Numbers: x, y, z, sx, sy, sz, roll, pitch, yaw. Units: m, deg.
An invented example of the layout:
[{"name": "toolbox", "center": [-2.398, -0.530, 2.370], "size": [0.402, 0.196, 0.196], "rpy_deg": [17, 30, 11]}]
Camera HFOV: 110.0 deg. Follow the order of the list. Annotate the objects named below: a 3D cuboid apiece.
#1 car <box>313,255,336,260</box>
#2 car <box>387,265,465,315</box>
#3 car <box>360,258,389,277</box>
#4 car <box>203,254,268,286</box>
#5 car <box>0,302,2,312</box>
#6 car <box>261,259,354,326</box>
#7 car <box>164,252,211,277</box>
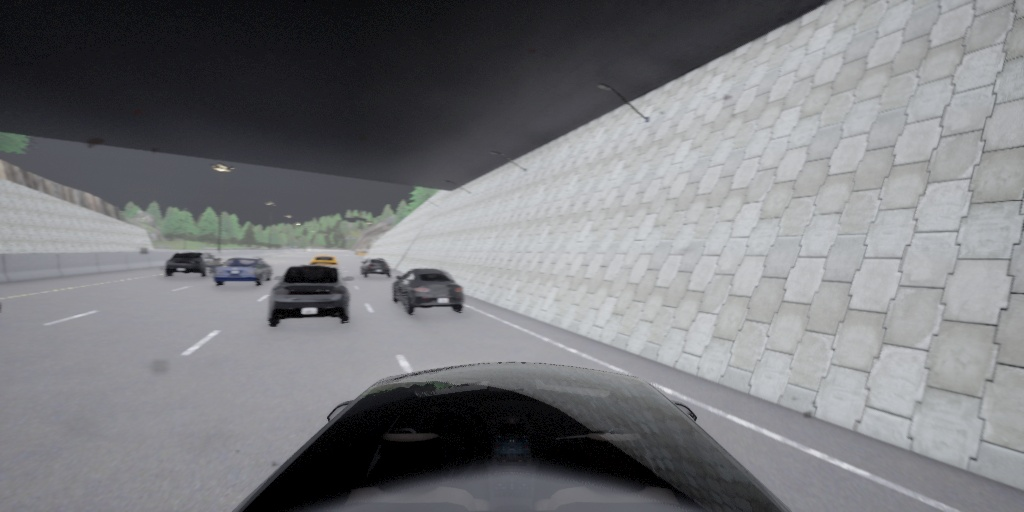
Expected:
[{"name": "car", "center": [-13.889, 0.658, 26.580], "size": [1.882, 1.535, 5.008], "rpy_deg": [2, 0, -27]}, {"name": "car", "center": [-3.111, 1.143, 12.944], "size": [1.812, 1.442, 4.674], "rpy_deg": [2, 0, -27]}, {"name": "car", "center": [-10.537, 0.838, 27.666], "size": [1.812, 1.442, 4.674], "rpy_deg": [2, 0, -27]}, {"name": "car", "center": [-13.848, 0.736, 18.718], "size": [2.033, 1.411, 5.357], "rpy_deg": [2, 0, -27]}, {"name": "car", "center": [-11.314, 0.824, 5.867], "size": [1.812, 1.442, 4.674], "rpy_deg": [2, 0, -27]}, {"name": "car", "center": [-5.883, 1.015, 10.672], "size": [1.837, 1.490, 4.892], "rpy_deg": [2, 0, -27]}, {"name": "car", "center": [-19.466, 0.468, 22.100], "size": [1.837, 1.490, 4.892], "rpy_deg": [2, 0, -27]}]
